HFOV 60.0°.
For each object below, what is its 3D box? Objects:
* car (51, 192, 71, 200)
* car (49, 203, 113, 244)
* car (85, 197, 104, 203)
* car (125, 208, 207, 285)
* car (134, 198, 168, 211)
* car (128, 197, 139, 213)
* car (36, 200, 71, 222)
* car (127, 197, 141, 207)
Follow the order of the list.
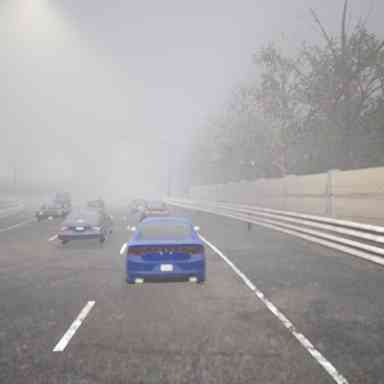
[{"bbox_3d":[-18.042,1.053,45.903,2.150,2.045,5.566,0,0,-25],"label":"car"},{"bbox_3d":[-4.827,1.489,15.631,2.033,1.411,5.357,0,0,-9],"label":"car"},{"bbox_3d":[-11.706,1.341,40.164,2.128,1.511,4.902,0,0,-22],"label":"car"},{"bbox_3d":[-0.754,1.441,9.498,1.882,1.535,5.008,0,0,-5],"label":"car"},{"bbox_3d":[-2.581,1.406,22.283,2.128,1.511,4.902,0,0,-11],"label":"car"},{"bbox_3d":[-5.202,1.421,33.033,2.033,1.411,5.357,0,0,-14],"label":"car"},{"bbox_3d":[-10.406,1.508,25.311,1.895,1.301,4.718,0,0,-14],"label":"car"},{"bbox_3d":[-8.289,1.418,47.949,1.895,1.301,4.718,0,0,-10],"label":"car"}]
